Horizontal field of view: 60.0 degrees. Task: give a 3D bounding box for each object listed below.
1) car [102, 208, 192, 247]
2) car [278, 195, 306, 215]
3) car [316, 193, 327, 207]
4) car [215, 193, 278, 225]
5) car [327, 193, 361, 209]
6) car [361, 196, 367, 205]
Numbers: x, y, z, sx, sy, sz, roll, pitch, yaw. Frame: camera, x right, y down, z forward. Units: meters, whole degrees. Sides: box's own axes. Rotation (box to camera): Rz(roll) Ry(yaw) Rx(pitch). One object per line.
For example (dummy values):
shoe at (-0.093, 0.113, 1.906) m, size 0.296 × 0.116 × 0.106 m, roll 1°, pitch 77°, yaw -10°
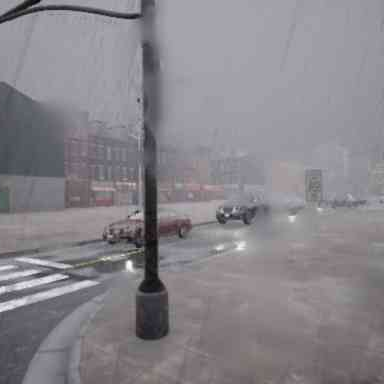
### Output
car at (-1.834, 1.465, 14.946) m, size 1.812 × 1.442 × 4.674 m, roll -1°, pitch 0°, yaw 36°
car at (9.301, 1.317, 31.275) m, size 1.812 × 1.442 × 4.674 m, roll -1°, pitch 0°, yaw 34°
car at (17.901, 0.943, 43.745) m, size 2.097 × 1.767 × 4.553 m, roll -1°, pitch 0°, yaw 34°
car at (3.756, 1.088, 23.162) m, size 2.150 × 2.045 × 5.566 m, roll -1°, pitch 0°, yaw 35°
car at (17.539, 1.005, 38.239) m, size 2.097 × 1.767 × 4.553 m, roll -1°, pitch 0°, yaw 36°
car at (23.169, 1.172, 46.578) m, size 1.895 × 1.301 × 4.718 m, roll -1°, pitch 0°, yaw 34°
